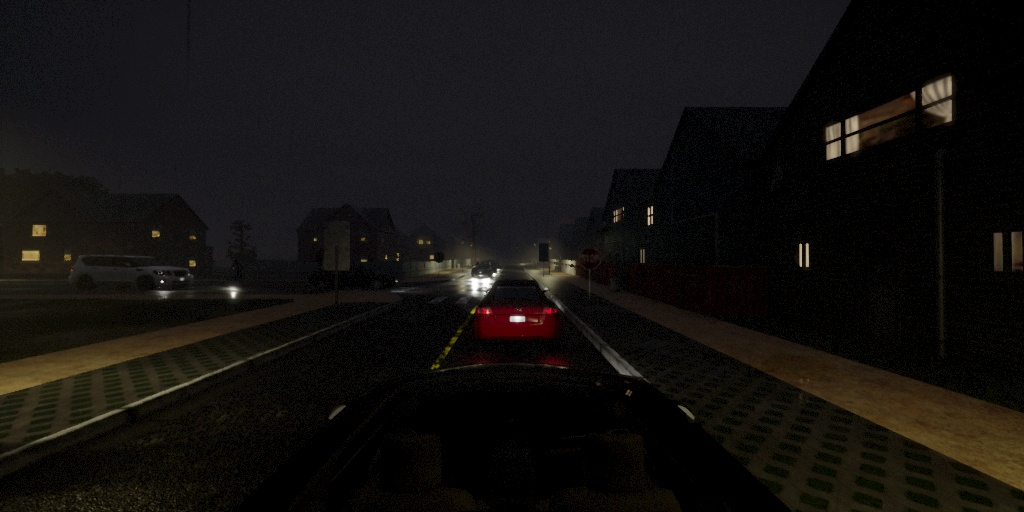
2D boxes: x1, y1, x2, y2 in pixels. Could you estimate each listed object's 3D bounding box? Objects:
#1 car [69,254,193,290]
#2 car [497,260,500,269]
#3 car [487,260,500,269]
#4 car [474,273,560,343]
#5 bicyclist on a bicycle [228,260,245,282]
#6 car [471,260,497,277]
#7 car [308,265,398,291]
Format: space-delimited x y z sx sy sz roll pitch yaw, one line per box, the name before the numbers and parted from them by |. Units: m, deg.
car | -21.670 0.949 20.530 5.566 2.045 2.150 1 -1 0
car | -2.914 1.245 44.817 1.882 1.535 5.008 0 0 0
car | -2.925 1.302 57.709 1.812 1.442 4.674 0 0 0
car | 0.092 1.316 9.660 1.994 1.385 4.181 0 0 -1
bicyclist on a bicycle | -20.251 1.101 26.399 0.582 1.620 1.656 0 0 -1
car | -2.903 1.253 35.500 2.128 1.511 4.902 0 0 0
car | -9.190 1.247 20.956 4.892 1.490 1.837 0 -1 -4
